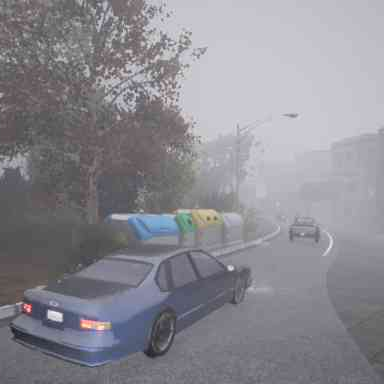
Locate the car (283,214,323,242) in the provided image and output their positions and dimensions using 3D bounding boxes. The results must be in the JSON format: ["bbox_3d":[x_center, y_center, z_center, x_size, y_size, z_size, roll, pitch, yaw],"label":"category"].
[{"bbox_3d":[7.845,2.514,22.859,2.128,1.511,4.902,1,-2,23],"label":"car"}]

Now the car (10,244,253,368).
[{"bbox_3d":[-0.519,1.744,6.435,2.033,1.411,5.357,0,-3,30],"label":"car"}]

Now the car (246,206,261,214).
[{"bbox_3d":[12.022,3.528,65.466,1.994,1.385,4.181,0,1,-7],"label":"car"}]

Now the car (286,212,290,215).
[{"bbox_3d":[11.765,3.083,35.916,2.128,1.511,4.902,0,-2,12],"label":"car"}]

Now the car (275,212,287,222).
[{"bbox_3d":[13.186,3.546,47.881,1.895,1.301,4.718,0,-1,3],"label":"car"}]
